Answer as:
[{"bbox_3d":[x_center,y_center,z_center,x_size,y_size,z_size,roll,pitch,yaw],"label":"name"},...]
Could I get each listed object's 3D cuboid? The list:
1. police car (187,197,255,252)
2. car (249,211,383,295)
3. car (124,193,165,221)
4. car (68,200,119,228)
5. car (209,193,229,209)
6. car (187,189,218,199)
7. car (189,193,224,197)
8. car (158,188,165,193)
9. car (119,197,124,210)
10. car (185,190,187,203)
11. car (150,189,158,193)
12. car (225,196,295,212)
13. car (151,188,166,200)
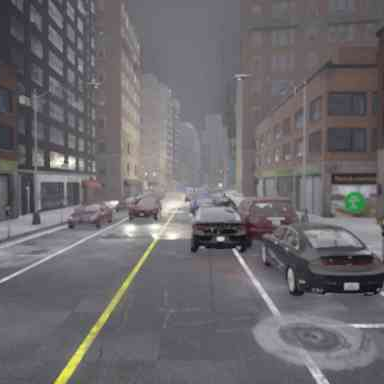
[{"bbox_3d":[0.888,1.205,12.895,1.930,1.638,5.238,0,1,0],"label":"police car"},{"bbox_3d":[2.844,1.412,8.110,2.008,1.369,4.403,-1,1,0],"label":"car"},{"bbox_3d":[-3.120,1.084,23.107,1.882,1.535,5.008,0,1,0],"label":"car"},{"bbox_3d":[-5.691,1.257,19.098,1.802,1.307,4.206,-1,1,0],"label":"car"},{"bbox_3d":[2.820,0.913,35.807,1.752,1.417,4.829,-1,1,0],"label":"car"},{"bbox_3d":[0.815,0.862,28.751,2.097,1.767,4.553,0,1,0],"label":"car"},{"bbox_3d":[0.880,1.090,22.785,1.882,1.535,5.008,0,1,0],"label":"car"},{"bbox_3d":[-5.722,0.415,52.135,2.192,1.841,5.009,-1,1,0],"label":"car"},{"bbox_3d":[-5.701,1.068,30.112,1.802,1.307,4.206,-1,1,0],"label":"car"},{"bbox_3d":[-0.027,0.745,47.549,1.994,1.385,4.181,0,1,0],"label":"car"},{"bbox_3d":[-5.711,0.735,41.123,1.967,1.590,4.097,-1,1,0],"label":"car"},{"bbox_3d":[2.836,1.083,13.611,2.192,1.841,5.009,-1,1,0],"label":"car"},{"bbox_3d":[-5.727,0.317,57.642,2.192,1.841,5.009,-1,1,0],"label":"car"}]
